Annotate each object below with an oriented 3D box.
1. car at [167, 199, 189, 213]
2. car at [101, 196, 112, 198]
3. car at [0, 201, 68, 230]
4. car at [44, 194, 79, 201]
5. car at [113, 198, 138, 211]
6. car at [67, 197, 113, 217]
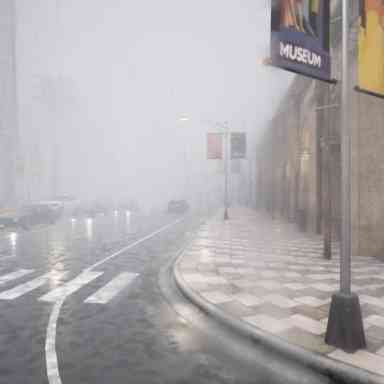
[{"bbox_3d":[-1.482,1.502,37.075,2.128,1.511,4.902,0,0,7],"label":"car"},{"bbox_3d":[-11.453,1.351,42.477,2.097,1.767,4.553,0,0,7],"label":"car"},{"bbox_3d":[-10.540,1.547,21.705,2.033,1.411,5.357,0,0,7],"label":"car"},{"bbox_3d":[-12.780,1.220,32.238,2.150,2.045,5.566,0,0,7],"label":"car"},{"bbox_3d":[-8.034,1.524,41.604,1.812,1.442,4.674,0,0,7],"label":"car"},{"bbox_3d":[-9.396,1.525,31.062,1.812,1.442,4.674,0,0,7],"label":"car"}]
